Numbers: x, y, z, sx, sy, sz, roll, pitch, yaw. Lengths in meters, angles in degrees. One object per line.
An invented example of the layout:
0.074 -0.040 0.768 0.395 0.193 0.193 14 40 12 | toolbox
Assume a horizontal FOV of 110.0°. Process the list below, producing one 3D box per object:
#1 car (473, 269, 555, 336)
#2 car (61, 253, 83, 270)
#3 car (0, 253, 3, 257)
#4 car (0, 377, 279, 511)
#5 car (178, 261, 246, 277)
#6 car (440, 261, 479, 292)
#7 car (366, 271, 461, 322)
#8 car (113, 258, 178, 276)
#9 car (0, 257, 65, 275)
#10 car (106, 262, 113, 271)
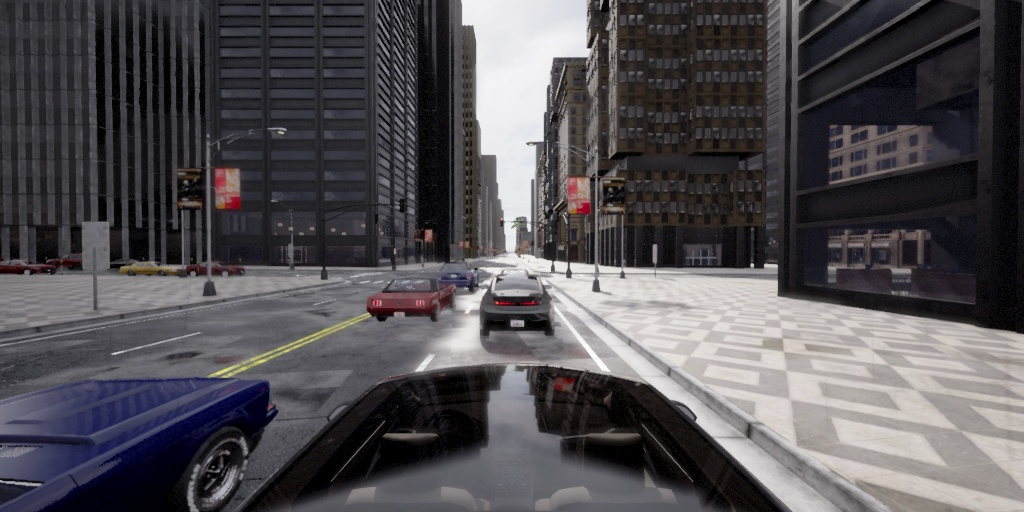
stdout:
0.123 1.252 10.362 1.837 1.490 4.892 0 0 0 | car
-48.488 0.623 39.930 5.009 1.841 2.192 0 0 0 | car
-48.462 0.725 31.405 5.009 1.841 2.192 0 0 0 | car
-3.148 1.350 1.240 1.895 1.301 4.718 0 0 0 | car
-25.962 1.148 31.482 4.507 1.381 1.888 0 0 0 | car
-3.136 1.092 21.244 2.097 1.767 4.553 0 0 -1 | car
-3.129 1.347 12.251 1.895 1.301 4.718 0 0 0 | car
-31.417 1.083 31.463 4.829 1.417 1.751 0 0 0 | car
-42.837 1.006 31.424 4.507 1.381 1.888 0 0 0 | car
-42.863 0.924 39.949 4.313 1.339 1.948 0 0 0 | car
